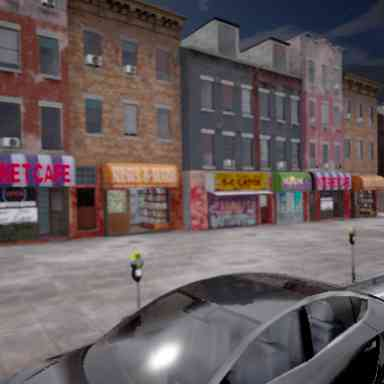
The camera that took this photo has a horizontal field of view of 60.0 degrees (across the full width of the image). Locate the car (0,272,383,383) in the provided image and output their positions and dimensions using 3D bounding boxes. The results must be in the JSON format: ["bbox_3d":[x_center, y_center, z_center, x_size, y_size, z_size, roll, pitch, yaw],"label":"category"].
[{"bbox_3d":[0.344,1.565,3.075,4.313,1.339,1.947,0,-1,-35],"label":"car"}]
